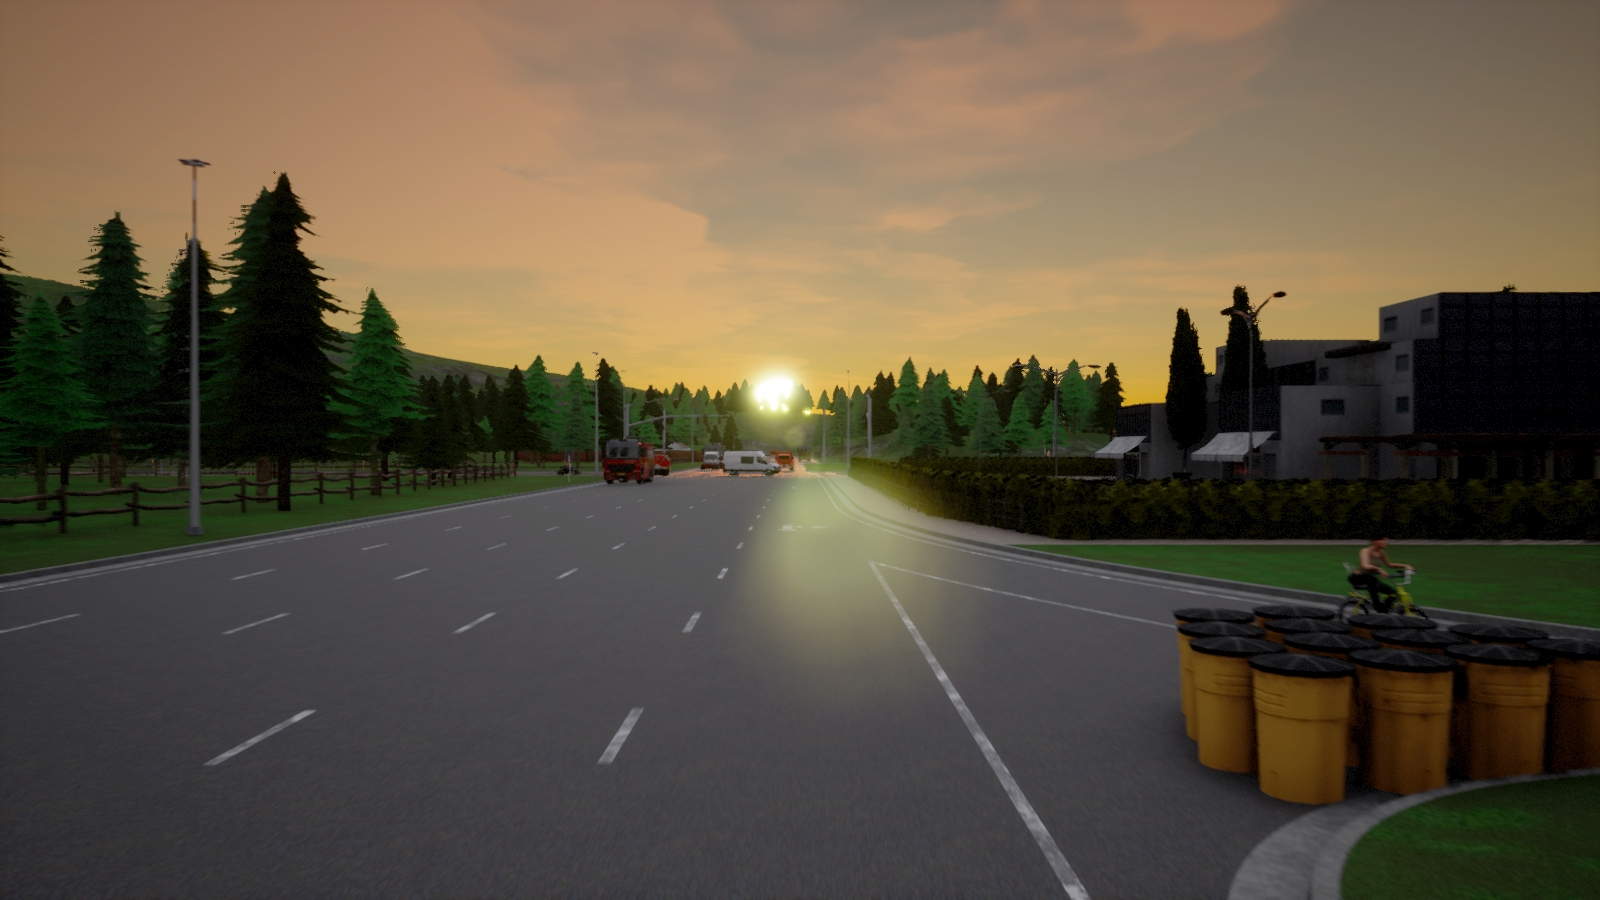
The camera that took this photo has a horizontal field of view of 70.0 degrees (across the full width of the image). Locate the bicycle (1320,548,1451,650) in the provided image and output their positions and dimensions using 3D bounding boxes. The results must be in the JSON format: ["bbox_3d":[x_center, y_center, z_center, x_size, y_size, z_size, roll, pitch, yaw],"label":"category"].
[{"bbox_3d":[8.573,2.148,16.791,0.859,1.276,1.487,0,0,-28],"label":"bicycle"}]
